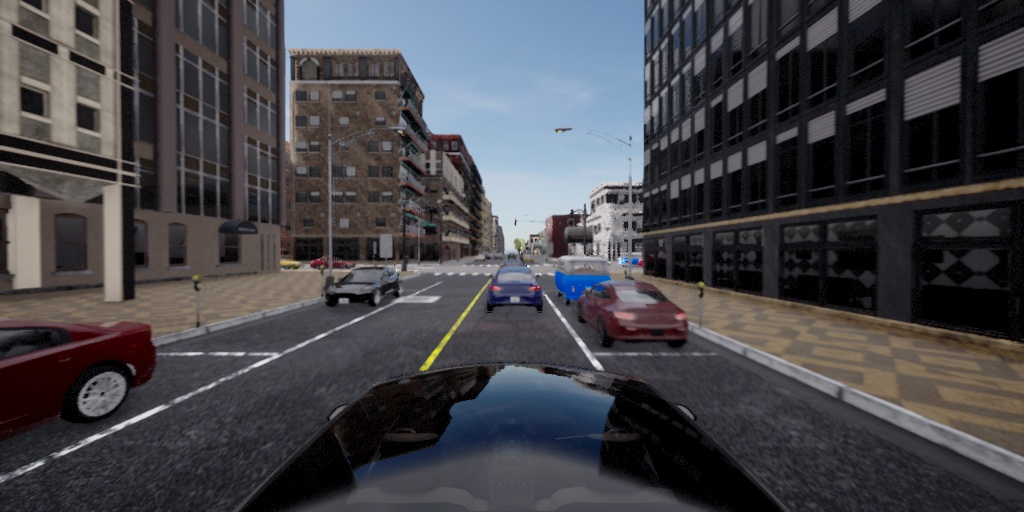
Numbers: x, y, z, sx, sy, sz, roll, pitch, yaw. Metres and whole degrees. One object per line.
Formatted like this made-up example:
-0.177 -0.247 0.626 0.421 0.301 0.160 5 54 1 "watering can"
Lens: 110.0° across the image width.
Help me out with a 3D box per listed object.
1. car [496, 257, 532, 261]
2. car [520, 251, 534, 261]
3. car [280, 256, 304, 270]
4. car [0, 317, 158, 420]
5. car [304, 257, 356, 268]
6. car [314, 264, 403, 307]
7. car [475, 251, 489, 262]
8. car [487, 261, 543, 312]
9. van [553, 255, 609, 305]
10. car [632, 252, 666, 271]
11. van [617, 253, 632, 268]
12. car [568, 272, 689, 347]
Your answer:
0.091 0.963 23.760 1.994 1.385 4.181 0 1 0 "car"
2.687 0.386 59.271 1.751 1.417 4.829 0 0 0 "car"
-22.962 0.678 35.109 4.829 1.417 1.751 0 0 0 "car"
-5.690 1.275 2.970 1.888 1.381 4.507 0 0 0 "car"
-17.469 0.745 35.123 4.207 1.307 1.802 0 0 0 "car"
-5.691 1.113 14.346 1.948 1.339 4.313 0 0 0 "car"
-5.695 0.303 64.468 1.751 1.417 4.829 0 0 0 "car"
0.099 1.095 12.987 1.812 1.442 4.674 0 1 0 "car"
2.656 0.889 14.321 1.690 1.789 3.998 0 0 0 "van"
14.917 0.568 35.204 5.009 1.841 2.192 0 0 0 "car"
14.894 0.500 43.583 3.998 1.789 1.690 0 0 0 "van"
2.657 1.221 8.632 1.802 1.307 4.207 0 0 0 "car"
